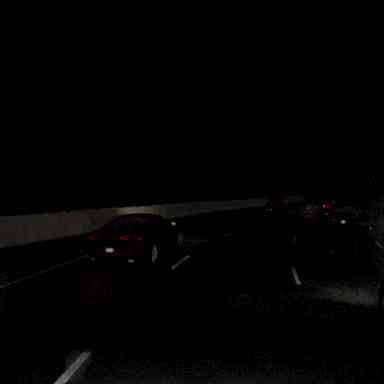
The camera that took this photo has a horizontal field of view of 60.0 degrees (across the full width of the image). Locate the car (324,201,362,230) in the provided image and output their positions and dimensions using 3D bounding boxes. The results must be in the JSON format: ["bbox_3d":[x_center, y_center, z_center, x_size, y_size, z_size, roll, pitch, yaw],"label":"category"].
[{"bbox_3d":[9.926,1.572,21.616,1.812,1.442,4.674,0,0,27],"label":"car"}]

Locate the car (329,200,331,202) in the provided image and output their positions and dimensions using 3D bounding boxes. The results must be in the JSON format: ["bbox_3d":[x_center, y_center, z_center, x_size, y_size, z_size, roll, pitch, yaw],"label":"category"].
[{"bbox_3d":[16.667,1.652,41.505,1.994,1.385,4.181,0,0,29],"label":"car"}]

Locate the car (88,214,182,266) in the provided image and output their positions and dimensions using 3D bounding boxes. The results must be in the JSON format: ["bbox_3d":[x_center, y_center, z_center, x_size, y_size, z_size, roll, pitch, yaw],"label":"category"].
[{"bbox_3d":[-1.754,1.501,11.827,1.882,1.535,5.008,0,0,13],"label":"car"}]

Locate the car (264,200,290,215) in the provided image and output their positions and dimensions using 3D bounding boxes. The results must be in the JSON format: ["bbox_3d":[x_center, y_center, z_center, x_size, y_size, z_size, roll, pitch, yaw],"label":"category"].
[{"bbox_3d":[8.909,1.562,34.629,2.128,1.511,4.902,0,0,29],"label":"car"}]

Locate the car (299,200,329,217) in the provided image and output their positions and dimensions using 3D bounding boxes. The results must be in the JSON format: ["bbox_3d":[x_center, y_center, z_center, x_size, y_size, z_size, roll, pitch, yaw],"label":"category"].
[{"bbox_3d":[11.901,1.633,32.764,1.994,1.385,4.181,0,0,28],"label":"car"}]

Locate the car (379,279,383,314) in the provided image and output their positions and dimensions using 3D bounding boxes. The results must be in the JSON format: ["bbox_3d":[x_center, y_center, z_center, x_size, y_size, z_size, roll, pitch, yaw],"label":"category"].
[{"bbox_3d":[4.066,1.535,4.008,1.812,1.442,4.674,0,0,6],"label":"car"}]

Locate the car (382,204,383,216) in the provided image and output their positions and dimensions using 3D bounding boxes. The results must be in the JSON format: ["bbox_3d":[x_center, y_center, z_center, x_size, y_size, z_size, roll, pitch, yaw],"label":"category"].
[{"bbox_3d":[18.311,1.542,29.929,1.882,1.535,5.008,0,0,29],"label":"car"}]
